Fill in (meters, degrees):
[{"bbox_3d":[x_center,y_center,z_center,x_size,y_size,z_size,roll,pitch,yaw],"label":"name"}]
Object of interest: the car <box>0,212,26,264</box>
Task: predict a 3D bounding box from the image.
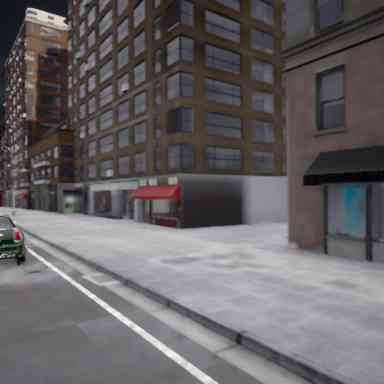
[{"bbox_3d":[-7.357,1.491,11.817,2.097,1.767,4.553,0,-1,-35],"label":"car"}]
